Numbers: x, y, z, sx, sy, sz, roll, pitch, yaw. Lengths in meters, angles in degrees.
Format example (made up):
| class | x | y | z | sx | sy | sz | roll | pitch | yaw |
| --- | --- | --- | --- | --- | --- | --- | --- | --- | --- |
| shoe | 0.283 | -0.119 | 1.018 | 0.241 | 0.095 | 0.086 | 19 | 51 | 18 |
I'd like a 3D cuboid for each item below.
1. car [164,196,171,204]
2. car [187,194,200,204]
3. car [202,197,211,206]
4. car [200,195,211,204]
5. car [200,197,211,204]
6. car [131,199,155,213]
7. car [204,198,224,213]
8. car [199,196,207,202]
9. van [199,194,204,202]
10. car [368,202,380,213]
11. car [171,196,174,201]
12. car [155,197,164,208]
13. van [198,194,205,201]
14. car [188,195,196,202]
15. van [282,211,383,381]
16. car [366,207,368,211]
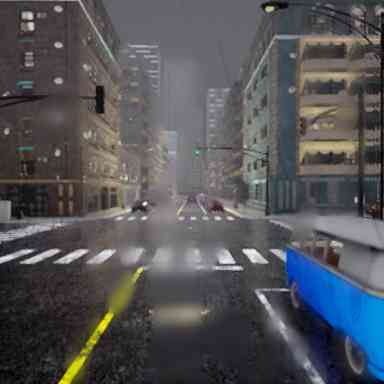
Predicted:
| class | x | y | z | sx | sy | sz | roll | pitch | yaw |
| --- | --- | --- | --- | --- | --- | --- | --- | --- | --- |
| car | -5.713 | 1.656 | 65.228 | 1.887 | 1.381 | 4.507 | 0 | 0 | 0 |
| car | -0.017 | 1.467 | 67.026 | 2.097 | 1.767 | 4.553 | 0 | 0 | 0 |
| car | 2.673 | 1.633 | 43.124 | 1.947 | 1.339 | 4.313 | 0 | 0 | 0 |
| car | 2.670 | 1.634 | 54.171 | 1.887 | 1.381 | 4.507 | 0 | 0 | 0 |
| car | 2.668 | 1.678 | 65.218 | 1.947 | 1.339 | 4.313 | 0 | 0 | 0 |
| car | -5.706 | 1.623 | 37.610 | 1.947 | 1.339 | 4.313 | 0 | 0 | 0 |
| car | 2.675 | 1.639 | 37.600 | 1.802 | 1.307 | 4.206 | 0 | 0 | 0 |
| car | 2.663 | 1.674 | 81.957 | 1.752 | 1.417 | 4.829 | 0 | 0 | 0 |
| van | 2.667 | 1.441 | 59.694 | 1.690 | 1.788 | 3.998 | 0 | 0 | 0 |
| car | 14.936 | 1.258 | 22.163 | 5.008 | 1.535 | 1.882 | -1 | 0 | 0 |
| car | -5.716 | 1.717 | 76.275 | 1.802 | 1.307 | 4.206 | 0 | 0 | 0 |
| car | -5.709 | 1.644 | 48.657 | 1.947 | 1.339 | 4.313 | 0 | 0 | 0 |
| van | 2.658 | 1.515 | 92.836 | 1.690 | 1.788 | 3.998 | -1 | 0 | 0 |
| car | -0.019 | 1.447 | 77.062 | 1.882 | 1.535 | 5.008 | 0 | 0 | 0 |
| van | 2.681 | 1.348 | 5.206 | 1.690 | 1.788 | 3.998 | 0 | 0 | 0 |
| car | 15.753 | 1.067 | 24.743 | 5.009 | 1.841 | 2.192 | -1 | 1 | 0 |
